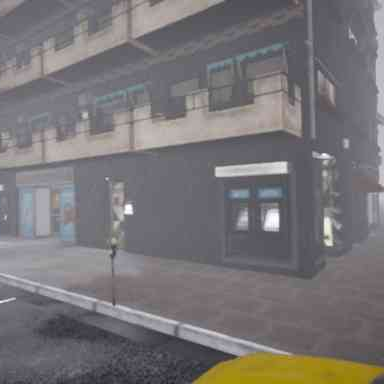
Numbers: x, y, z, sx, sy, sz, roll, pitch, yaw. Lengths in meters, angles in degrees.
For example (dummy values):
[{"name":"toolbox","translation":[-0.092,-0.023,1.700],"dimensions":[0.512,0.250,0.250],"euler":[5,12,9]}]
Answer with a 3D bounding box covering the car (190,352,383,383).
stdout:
[{"name":"car","translation":[1.915,1.520,1.526],"dimensions":[4.829,1.417,1.752],"euler":[-1,-1,36]}]
